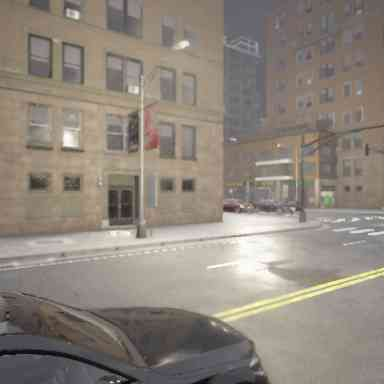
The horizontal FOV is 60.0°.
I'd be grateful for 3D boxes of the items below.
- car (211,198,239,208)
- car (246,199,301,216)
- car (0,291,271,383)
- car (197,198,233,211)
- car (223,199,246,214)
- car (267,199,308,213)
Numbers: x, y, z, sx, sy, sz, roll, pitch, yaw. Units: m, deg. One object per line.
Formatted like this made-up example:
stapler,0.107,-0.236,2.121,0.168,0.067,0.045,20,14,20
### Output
car,4.679,1.588,47.609,1.802,1.307,4.206,0,0,-35
car,8.117,1.480,33.213,2.128,1.511,4.902,0,0,-35
car,-1.464,1.525,2.392,4.674,1.442,1.812,0,0,-36
car,2.775,1.512,40.787,1.812,1.442,4.674,0,0,-35
car,4.475,1.419,33.977,1.967,1.590,4.097,0,0,-35
car,11.032,1.574,38.601,1.947,1.339,4.313,0,0,-35
